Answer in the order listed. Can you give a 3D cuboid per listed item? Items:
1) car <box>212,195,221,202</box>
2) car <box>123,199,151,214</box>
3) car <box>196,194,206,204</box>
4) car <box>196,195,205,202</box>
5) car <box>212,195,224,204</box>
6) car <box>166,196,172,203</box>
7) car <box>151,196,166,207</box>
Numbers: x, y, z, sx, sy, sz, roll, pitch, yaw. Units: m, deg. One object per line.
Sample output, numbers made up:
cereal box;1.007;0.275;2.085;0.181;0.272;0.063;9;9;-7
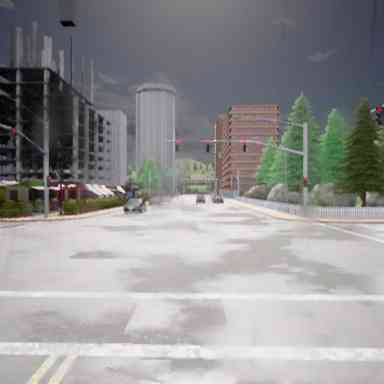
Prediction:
car;5.437;1.429;74.718;1.895;1.301;4.718;0;0;1
car;-6.107;1.495;35.993;2.128;1.511;4.902;0;0;1
car;1.713;1.607;65.589;1.895;1.301;4.718;0;0;1
car;1.937;1.334;74.773;1.837;1.490;4.892;0;0;1
car;5.220;1.532;65.822;1.812;1.442;4.674;0;0;1
car;-5.197;1.570;69.370;1.812;1.442;4.674;0;0;1
car;-5.687;1.531;52.830;1.812;1.442;4.674;0;0;2
